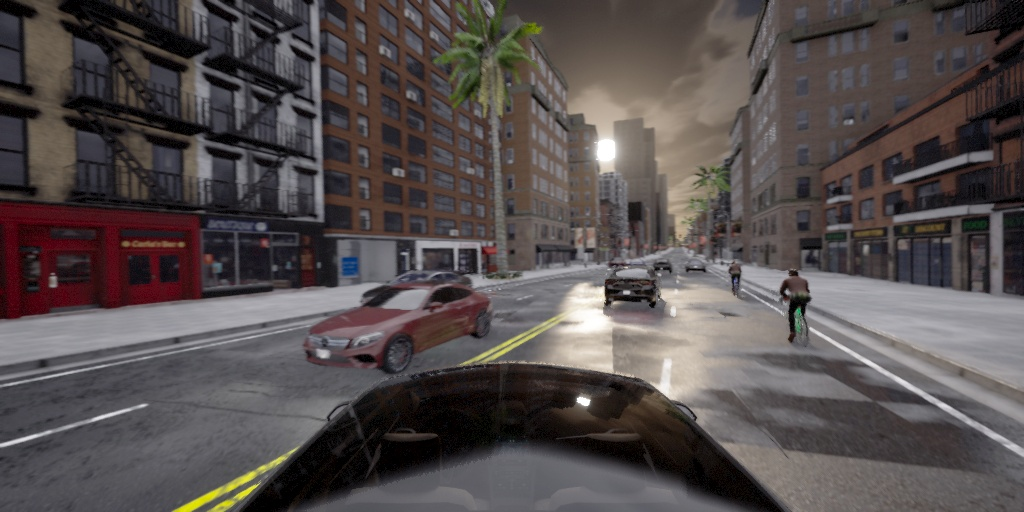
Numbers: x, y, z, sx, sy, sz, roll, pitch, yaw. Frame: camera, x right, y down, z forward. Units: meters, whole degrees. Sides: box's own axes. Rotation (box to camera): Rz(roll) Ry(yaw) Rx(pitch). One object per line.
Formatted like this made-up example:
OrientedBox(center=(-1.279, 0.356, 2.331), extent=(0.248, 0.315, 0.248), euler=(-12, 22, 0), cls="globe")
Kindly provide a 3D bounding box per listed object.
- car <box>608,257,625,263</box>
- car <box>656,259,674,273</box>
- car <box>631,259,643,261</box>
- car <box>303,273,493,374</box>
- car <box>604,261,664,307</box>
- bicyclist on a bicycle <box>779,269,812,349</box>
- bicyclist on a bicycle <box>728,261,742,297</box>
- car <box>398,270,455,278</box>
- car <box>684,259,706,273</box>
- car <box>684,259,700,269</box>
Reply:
OrientedBox(center=(15.562, 0.930, 52.945), extent=(2.097, 1.767, 4.553), euler=(-1, 0, 26), cls="car")
OrientedBox(center=(16.688, 1.046, 39.693), extent=(1.837, 1.490, 4.892), euler=(-1, 0, 25), cls="car")
OrientedBox(center=(16.538, 1.082, 47.415), extent=(1.812, 1.442, 4.674), euler=(-1, 0, 26), cls="car")
OrientedBox(center=(-2.058, 1.299, 7.886), extent=(1.812, 1.442, 4.674), euler=(-1, 0, 25), cls="car")
OrientedBox(center=(5.190, 1.148, 15.187), extent=(1.882, 1.535, 5.008), euler=(-1, 0, 25), cls="car")
OrientedBox(center=(6.223, 1.110, 7.868), extent=(0.582, 1.620, 1.656), euler=(-1, 0, 25), cls="bicyclist on a bicycle")
OrientedBox(center=(10.253, 1.054, 16.459), extent=(0.582, 1.620, 1.656), euler=(-1, 0, 25), cls="bicyclist on a bicycle")
OrientedBox(center=(-3.219, 1.277, 13.034), extent=(2.128, 1.511, 4.902), euler=(-1, 0, 25), cls="car")
OrientedBox(center=(20.093, 1.062, 39.352), extent=(1.994, 1.385, 4.181), euler=(-1, 0, 25), cls="car")
OrientedBox(center=(24.882, 1.054, 49.741), extent=(1.895, 1.301, 4.718), euler=(-1, 0, 25), cls="car")
